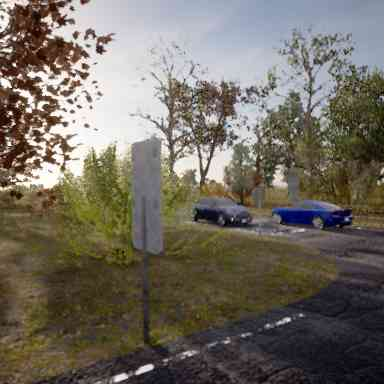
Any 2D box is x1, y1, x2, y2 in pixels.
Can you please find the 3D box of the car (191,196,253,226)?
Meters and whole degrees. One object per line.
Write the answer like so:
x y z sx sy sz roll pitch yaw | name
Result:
1.807 1.115 21.628 2.097 1.767 4.553 -1 2 -35 | car

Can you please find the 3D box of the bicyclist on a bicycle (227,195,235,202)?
3.384 1.048 29.749 1.656 1.620 0.582 0 1 -36 | bicyclist on a bicycle

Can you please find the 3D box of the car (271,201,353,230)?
6.827 1.251 19.546 1.882 1.535 5.008 -1 1 -31 | car
